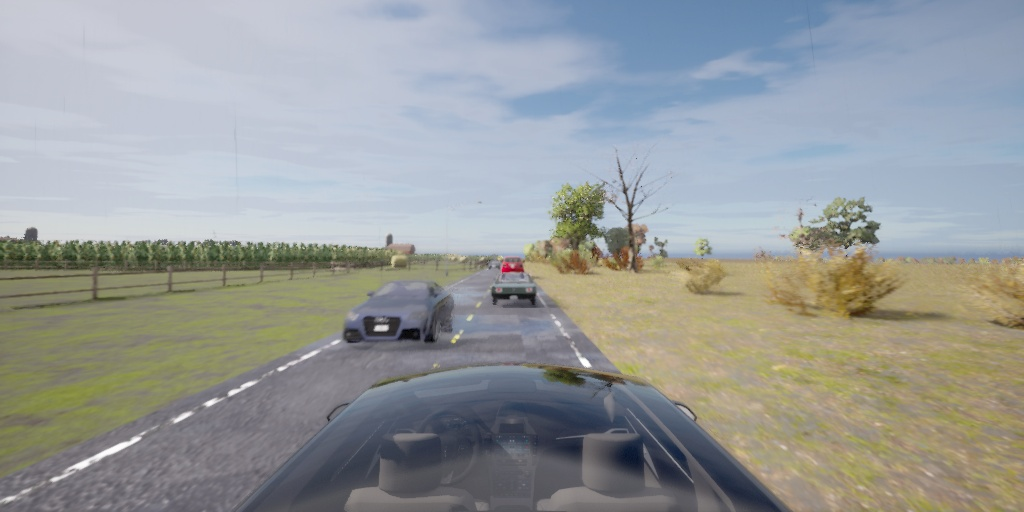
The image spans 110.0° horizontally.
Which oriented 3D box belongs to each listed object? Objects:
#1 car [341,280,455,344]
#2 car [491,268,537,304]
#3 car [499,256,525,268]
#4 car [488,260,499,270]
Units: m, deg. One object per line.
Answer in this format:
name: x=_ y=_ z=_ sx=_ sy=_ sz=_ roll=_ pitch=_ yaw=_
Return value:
car: x=-2.750 y=1.338 z=9.562 sx=1.994 sy=1.385 sz=4.181 roll=0 pitch=0 yaw=0
car: x=0.088 y=1.389 z=16.483 sx=1.895 sy=1.301 sz=4.718 roll=0 pitch=0 yaw=0
car: x=0.081 y=1.062 z=36.204 sx=2.150 sy=2.045 sz=5.566 roll=0 pitch=0 yaw=0
car: x=-2.776 y=1.414 z=57.714 sx=2.128 sy=1.511 sz=4.902 roll=0 pitch=0 yaw=0
